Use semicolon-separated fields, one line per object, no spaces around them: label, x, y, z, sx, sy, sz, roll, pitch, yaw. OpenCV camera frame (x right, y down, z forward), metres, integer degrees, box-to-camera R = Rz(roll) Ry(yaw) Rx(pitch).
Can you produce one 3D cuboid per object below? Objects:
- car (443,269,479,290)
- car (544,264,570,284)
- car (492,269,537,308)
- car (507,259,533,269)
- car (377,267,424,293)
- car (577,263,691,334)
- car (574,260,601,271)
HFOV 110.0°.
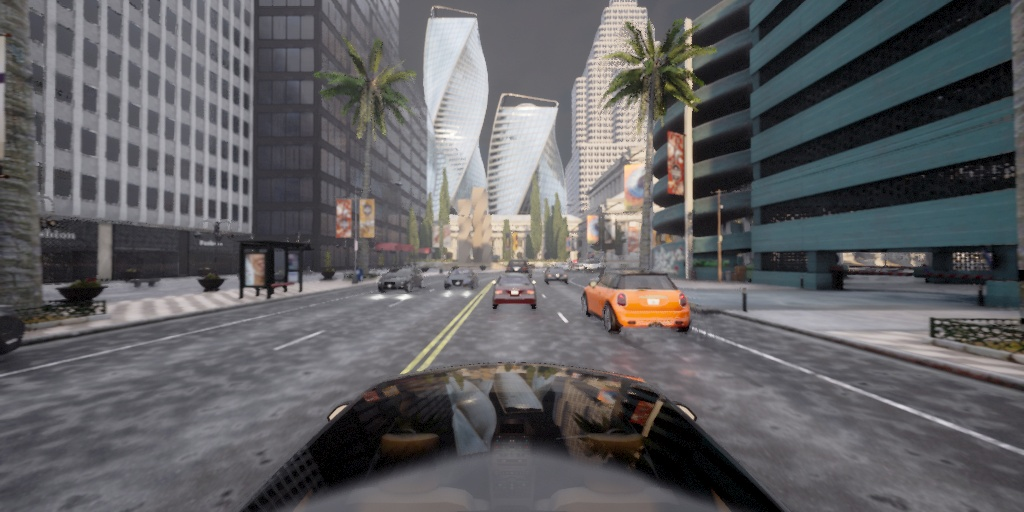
car;-3.480;1.588;25.172;1.994;1.385;4.181;0;-1;1
car;3.758;1.637;30.817;2.033;1.411;5.357;0;-1;4
car;0.099;1.466;16.136;2.033;1.411;5.357;0;-1;0
car;0.791;1.368;35.646;2.150;2.045;5.566;0;-1;8
car;-7.017;1.505;23.080;1.837;1.490;4.892;0;-1;1
car;3.600;1.213;11.247;2.097;1.767;4.553;0;-1;0
car;13.349;1.684;62.767;5.566;2.045;2.150;1;-1;-36
